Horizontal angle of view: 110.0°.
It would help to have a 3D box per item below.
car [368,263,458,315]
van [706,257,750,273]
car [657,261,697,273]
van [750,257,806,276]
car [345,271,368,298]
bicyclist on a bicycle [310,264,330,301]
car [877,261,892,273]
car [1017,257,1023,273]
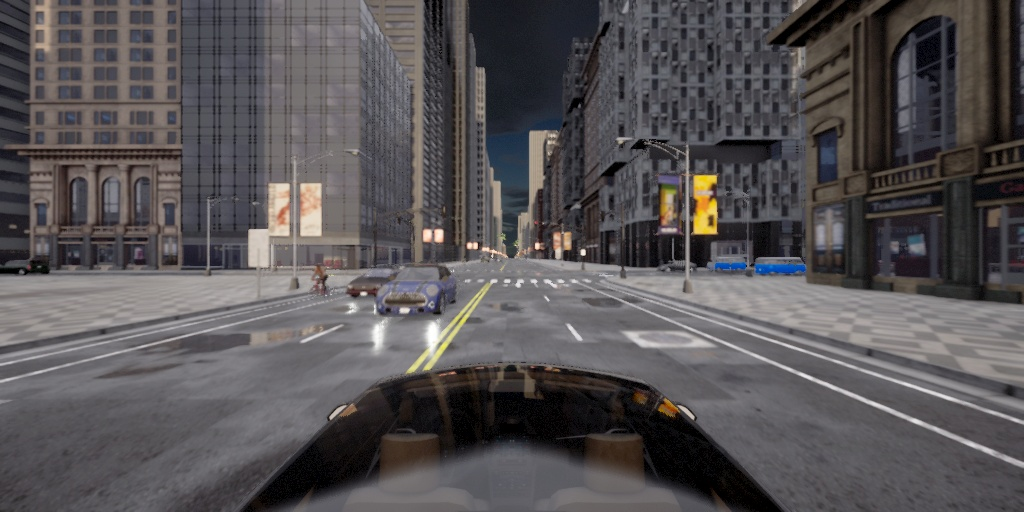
[{"bbox_3d":[-3.336,1.095,13.374,2.097,1.767,4.553,0,0,0],"label":"car"},{"bbox_3d":[24.742,1.019,41.597,3.998,1.789,1.690,0,0,0],"label":"van"},{"bbox_3d":[19.124,1.240,41.621,4.403,1.370,2.007,0,0,0],"label":"car"},{"bbox_3d":[24.708,1.014,33.072,3.998,1.789,1.690,0,0,0],"label":"van"},{"bbox_3d":[-6.562,1.288,18.539,2.033,1.411,5.357,0,0,0],"label":"car"},{"bbox_3d":[-8.708,1.195,16.273,0.582,1.620,1.656,0,0,0],"label":"bicyclist on a bicycle"},{"bbox_3d":[35.945,1.233,33.025,4.207,1.307,1.802,0,0,0],"label":"car"},{"bbox_3d":[51.875,1.119,38.721,4.902,1.511,2.128,0,0,0],"label":"car"}]
